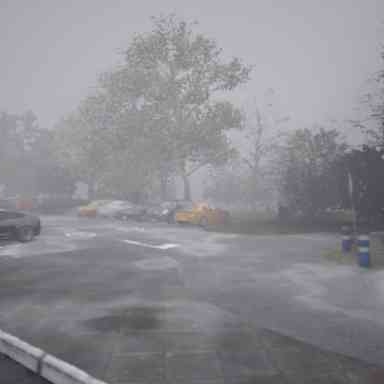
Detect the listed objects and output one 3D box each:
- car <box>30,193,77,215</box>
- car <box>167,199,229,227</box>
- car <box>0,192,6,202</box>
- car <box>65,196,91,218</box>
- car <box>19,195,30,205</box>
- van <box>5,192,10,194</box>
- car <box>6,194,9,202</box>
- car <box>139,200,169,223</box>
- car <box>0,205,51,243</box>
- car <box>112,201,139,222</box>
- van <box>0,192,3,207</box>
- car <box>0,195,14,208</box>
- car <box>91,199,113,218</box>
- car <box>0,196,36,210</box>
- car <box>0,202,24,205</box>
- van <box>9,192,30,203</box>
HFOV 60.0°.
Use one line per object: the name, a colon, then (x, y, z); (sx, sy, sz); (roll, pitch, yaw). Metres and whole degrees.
car: (-12.504, 1.096, 33.079); (2.435, 2.045, 5.566); (1, 0, 36)
car: (0.825, 1.522, 23.364); (2.097, 1.535, 5.008); (1, 0, 36)
car: (-13.472, 1.191, 17.620); (2.435, 2.045, 5.566); (1, 0, 36)
car: (-8.149, 1.403, 29.654); (1.946, 1.575, 5.366); (1, 0, 36)
car: (-14.781, 1.347, 34.661); (2.163, 1.488, 4.792); (1, 0, 36)
van: (-23.775, 1.013, 41.090); (1.878, 1.987, 4.442); (0, 0, 36)
car: (-19.332, 1.296, 38.035); (2.163, 1.488, 4.792); (1, 0, 36)
car: (-1.396, 1.367, 25.021); (2.185, 1.767, 4.553); (1, 0, 36)
car: (-9.015, 1.531, 14.314); (2.163, 1.488, 4.792); (1, 0, 36)
car: (-3.573, 1.494, 26.526); (2.163, 1.488, 4.792); (1, 0, 36)
van: (-28.140, 0.999, 44.535); (1.878, 1.987, 4.442); (0, 0, 36)
car: (-25.964, 1.230, 42.819); (2.097, 1.535, 5.008); (0, 0, 36)
car: (-5.800, 1.476, 28.175); (2.002, 1.452, 4.674); (1, 0, 36)
car: (-21.468, 1.279, 39.585); (2.163, 1.488, 4.792); (0, 0, 36)
car: (-11.241, 1.471, 15.973); (2.097, 1.535, 5.008); (1, 0, 36)
van: (-17.036, 1.064, 36.477); (1.878, 1.987, 4.442); (1, 0, 36)
